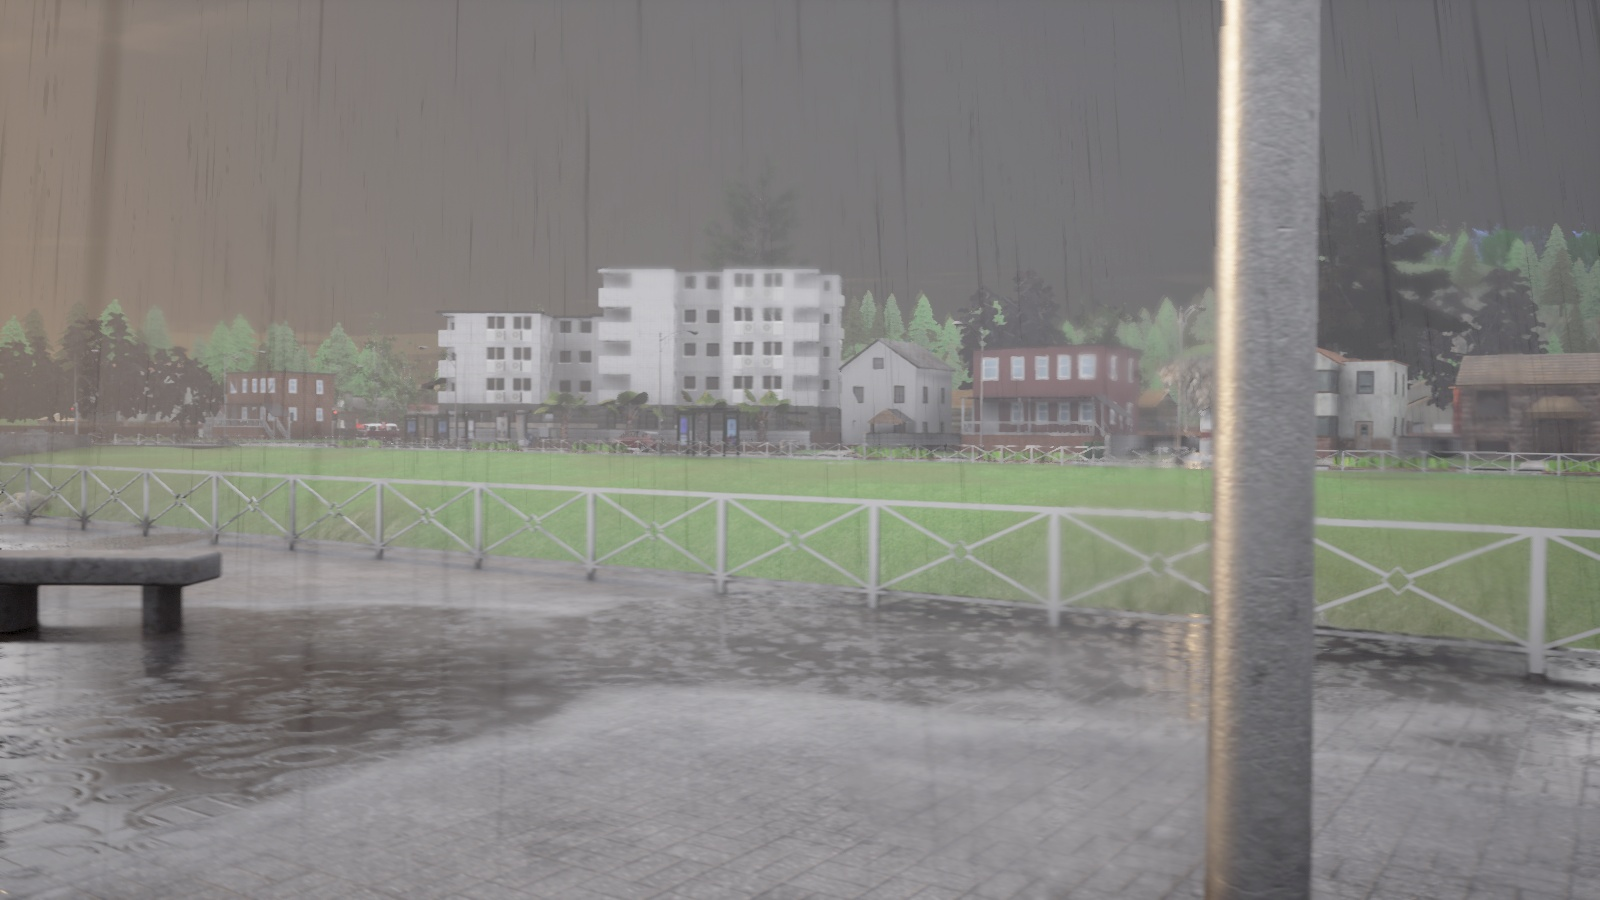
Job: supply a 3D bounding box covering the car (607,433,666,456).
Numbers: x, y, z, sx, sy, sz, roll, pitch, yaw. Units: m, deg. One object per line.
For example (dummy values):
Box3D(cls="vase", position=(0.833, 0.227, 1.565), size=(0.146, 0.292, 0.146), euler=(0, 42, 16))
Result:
Box3D(cls="car", position=(-11.160, -0.359, 85.745), size=(3.705, 1.549, 1.789), euler=(0, 1, 34))
